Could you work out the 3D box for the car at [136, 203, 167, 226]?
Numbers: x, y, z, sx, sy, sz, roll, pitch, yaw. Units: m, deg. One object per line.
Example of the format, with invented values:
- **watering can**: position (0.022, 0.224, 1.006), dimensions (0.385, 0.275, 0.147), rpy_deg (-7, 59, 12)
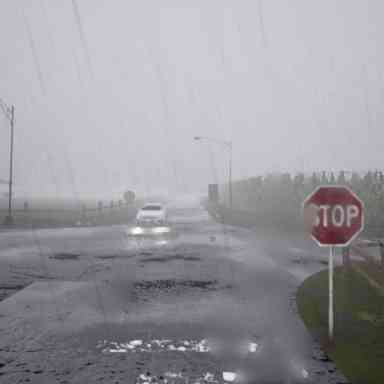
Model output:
- **car**: position (-2.801, 1.547, 23.699), dimensions (1.812, 1.442, 4.674), rpy_deg (0, 0, 0)
